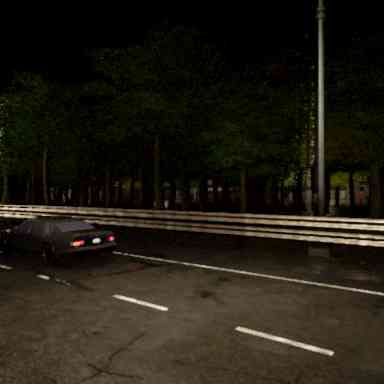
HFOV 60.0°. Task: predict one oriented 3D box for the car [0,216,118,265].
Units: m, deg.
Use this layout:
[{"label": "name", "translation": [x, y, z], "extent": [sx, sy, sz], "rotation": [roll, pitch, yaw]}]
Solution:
[{"label": "car", "translation": [-4.995, 1.563, 11.743], "extent": [5.357, 1.411, 2.033], "rotation": [0, 0, 36]}]
